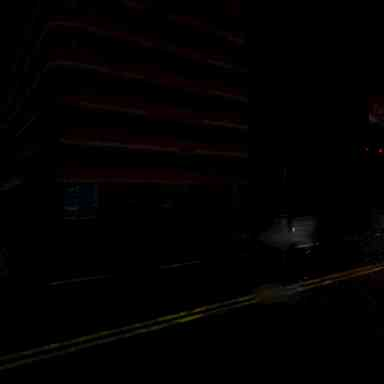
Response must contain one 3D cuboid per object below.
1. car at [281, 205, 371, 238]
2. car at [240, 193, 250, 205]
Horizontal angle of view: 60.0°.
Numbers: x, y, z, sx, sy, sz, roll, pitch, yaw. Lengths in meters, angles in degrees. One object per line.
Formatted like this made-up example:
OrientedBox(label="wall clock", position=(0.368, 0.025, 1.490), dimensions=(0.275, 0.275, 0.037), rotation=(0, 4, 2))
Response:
OrientedBox(label="car", position=(7.009, 1.397, 17.036), dimensions=(5.357, 1.411, 2.033), rotation=(0, 1, -34))
OrientedBox(label="car", position=(5.770, 0.840, 47.225), dimensions=(2.150, 2.045, 5.566), rotation=(0, 1, -34))
